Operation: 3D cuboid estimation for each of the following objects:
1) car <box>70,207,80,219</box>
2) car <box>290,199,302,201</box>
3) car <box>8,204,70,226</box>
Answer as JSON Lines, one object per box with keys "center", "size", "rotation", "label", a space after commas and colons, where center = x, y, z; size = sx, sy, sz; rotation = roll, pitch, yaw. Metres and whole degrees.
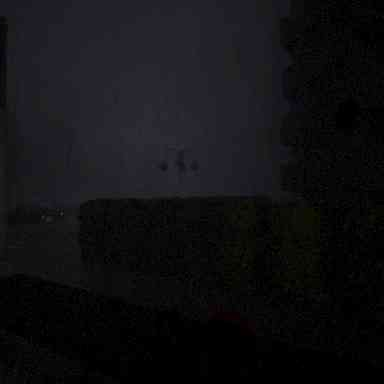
{"center": [-11.876, 1.687, 28.294], "size": [1.895, 1.301, 4.718], "rotation": [0, 0, 38], "label": "car"}
{"center": [13.962, 1.581, 44.144], "size": [2.033, 1.411, 5.357], "rotation": [0, 0, 38], "label": "car"}
{"center": [-11.599, 1.623, 22.955], "size": [2.033, 1.411, 5.357], "rotation": [0, 0, 38], "label": "car"}
